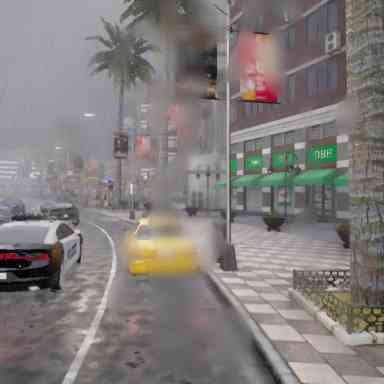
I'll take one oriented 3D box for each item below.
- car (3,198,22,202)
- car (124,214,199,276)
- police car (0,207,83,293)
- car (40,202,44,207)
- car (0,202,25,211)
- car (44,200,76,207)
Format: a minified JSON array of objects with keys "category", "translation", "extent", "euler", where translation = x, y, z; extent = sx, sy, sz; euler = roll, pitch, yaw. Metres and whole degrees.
[{"category":"car","translation":[-17.446,1.338,32.375],"extent":[2.097,1.767,4.553],"euler":[0,0,-27]},{"category":"car","translation":[-1.121,1.456,10.384],"extent":[1.801,1.575,5.366],"euler":[0,0,-11]},{"category":"police car","translation":[-4.159,1.422,8.962],"extent":[1.930,1.638,5.238],"euler":[0,0,-10]},{"category":"car","translation":[-14.753,1.552,34.818],"extent":[1.994,1.385,4.181],"euler":[0,0,-27]},{"category":"car","translation":[-10.873,1.539,19.041],"extent":[2.033,1.411,5.357],"euler":[0,0,-24]},{"category":"car","translation":[-9.499,1.471,24.353],"extent":[1.882,1.535,5.008],"euler":[0,-1,-26]}]
